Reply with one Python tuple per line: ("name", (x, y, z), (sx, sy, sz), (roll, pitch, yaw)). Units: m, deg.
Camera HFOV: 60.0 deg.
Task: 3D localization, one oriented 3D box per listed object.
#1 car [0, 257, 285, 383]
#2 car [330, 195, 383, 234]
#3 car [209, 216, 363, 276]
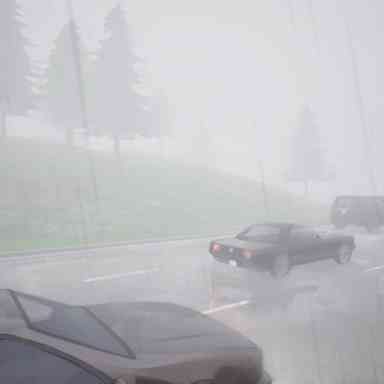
("car", (-1.839, 1.544, 2.428), (5.357, 1.411, 2.033), (0, 0, -35))
("car", (10.385, 1.197, 19.487), (5.566, 2.045, 2.150), (0, 0, -35))
("car", (2.899, 1.589, 10.024), (4.718, 1.301, 1.895), (0, 0, -35))
